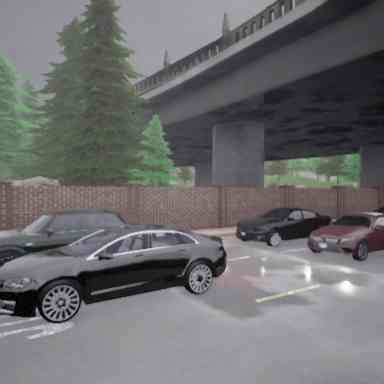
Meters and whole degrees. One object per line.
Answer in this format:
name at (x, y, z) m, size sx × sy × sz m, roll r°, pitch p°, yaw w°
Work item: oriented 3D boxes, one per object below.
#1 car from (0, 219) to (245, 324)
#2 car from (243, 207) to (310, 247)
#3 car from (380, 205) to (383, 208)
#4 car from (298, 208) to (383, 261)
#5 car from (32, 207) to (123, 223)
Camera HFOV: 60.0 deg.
car at (-1.469, 1.485, 7.197) m, size 4.902 × 1.511 × 2.128 m, roll 0°, pitch 0°, yaw -33°
car at (4.213, 1.457, 15.100) m, size 5.008 × 1.535 × 1.882 m, roll 0°, pitch 0°, yaw -33°
car at (12.488, 1.491, 20.514) m, size 4.674 × 1.442 × 1.812 m, roll 0°, pitch 0°, yaw -33°
car at (6.284, 1.506, 12.271) m, size 4.674 × 1.442 × 1.812 m, roll 0°, pitch 0°, yaw -33°
car at (-3.899, 1.345, 9.787) m, size 4.553 × 1.767 × 2.097 m, roll 0°, pitch 0°, yaw -33°
